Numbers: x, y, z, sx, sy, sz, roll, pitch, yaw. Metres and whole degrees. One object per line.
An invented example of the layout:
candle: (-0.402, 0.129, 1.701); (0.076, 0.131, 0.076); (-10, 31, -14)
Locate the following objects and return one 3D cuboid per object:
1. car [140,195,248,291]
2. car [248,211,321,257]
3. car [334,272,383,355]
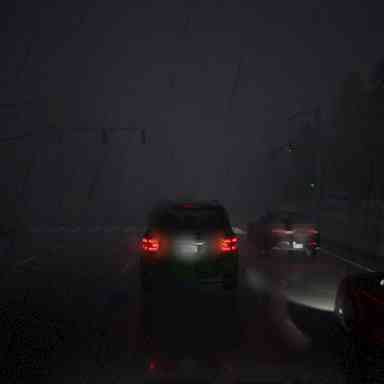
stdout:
car: (-0.093, 1.221, 9.156); (2.150, 2.045, 5.566); (0, 0, -1)
car: (3.342, 1.492, 12.911); (2.128, 1.511, 4.902); (0, 0, 0)
car: (3.428, 1.564, 4.003); (1.994, 1.385, 4.181); (0, 0, -1)
